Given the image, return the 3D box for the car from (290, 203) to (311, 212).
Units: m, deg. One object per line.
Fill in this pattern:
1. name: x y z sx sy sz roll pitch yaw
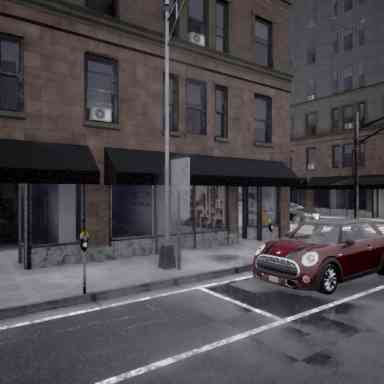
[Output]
1. car: 7.071 1.537 24.623 2.128 1.511 4.902 0 0 -35

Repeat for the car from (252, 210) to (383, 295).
1. car: 3.464 1.440 8.670 4.097 1.590 1.967 0 0 -36
